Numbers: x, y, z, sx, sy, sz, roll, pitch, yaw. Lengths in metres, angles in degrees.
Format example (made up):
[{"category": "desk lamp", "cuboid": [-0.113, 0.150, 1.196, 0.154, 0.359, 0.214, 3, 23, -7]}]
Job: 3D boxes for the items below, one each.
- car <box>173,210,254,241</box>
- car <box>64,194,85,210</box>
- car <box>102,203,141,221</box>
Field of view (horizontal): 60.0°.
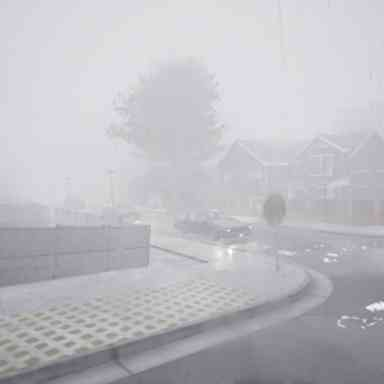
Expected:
[{"category": "car", "cuboid": [0.915, 1.687, 18.124, 2.033, 1.411, 5.357, -3, 1, -33]}, {"category": "car", "cuboid": [-16.825, 1.381, 47.434, 2.150, 2.045, 5.566, -2, 1, -29]}, {"category": "car", "cuboid": [-6.343, 1.682, 29.428, 2.033, 1.411, 5.357, -3, 1, -33]}]
